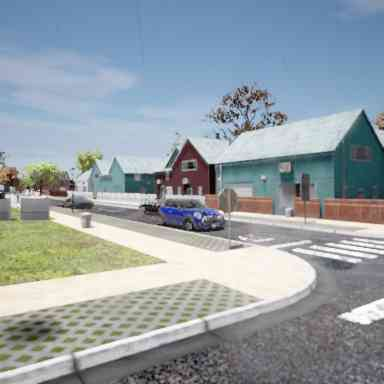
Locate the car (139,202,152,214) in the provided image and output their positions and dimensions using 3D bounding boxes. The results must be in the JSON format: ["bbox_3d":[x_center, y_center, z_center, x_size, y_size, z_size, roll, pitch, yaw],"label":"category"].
[{"bbox_3d":[-2.633,1.291,28.039,1.895,1.301,4.718,-1,1,-36],"label":"car"}]

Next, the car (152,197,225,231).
[{"bbox_3d":[-0.135,1.188,19.432,2.097,1.767,4.553,-1,1,-35],"label":"car"}]

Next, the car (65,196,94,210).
[{"bbox_3d":[-12.592,1.121,36.944,2.033,1.411,5.357,-1,1,-35],"label":"car"}]
